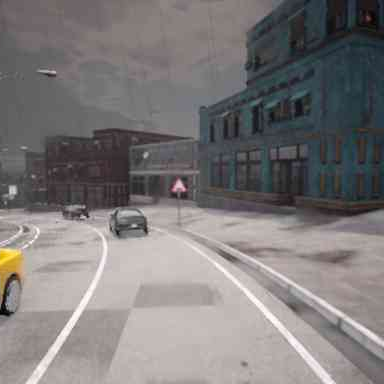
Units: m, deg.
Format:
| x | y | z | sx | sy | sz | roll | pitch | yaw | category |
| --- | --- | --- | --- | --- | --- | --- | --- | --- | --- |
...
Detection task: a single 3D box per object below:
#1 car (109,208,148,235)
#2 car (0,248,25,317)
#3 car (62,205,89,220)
| x | y | z | sx | sy | sz | roll | pitch | yaw | category |
| --- | --- | --- | --- | --- | --- | --- | --- | --- | --- |
| -3.907 | 1.702 | 20.179 | 1.812 | 1.442 | 4.674 | -1 | -1 | -20 | car |
| -4.106 | 1.528 | 4.692 | 1.882 | 1.535 | 5.008 | 0 | 0 | -6 | car |
| -12.762 | 2.147 | 36.239 | 1.837 | 1.490 | 4.892 | -3 | 0 | -36 | car |
